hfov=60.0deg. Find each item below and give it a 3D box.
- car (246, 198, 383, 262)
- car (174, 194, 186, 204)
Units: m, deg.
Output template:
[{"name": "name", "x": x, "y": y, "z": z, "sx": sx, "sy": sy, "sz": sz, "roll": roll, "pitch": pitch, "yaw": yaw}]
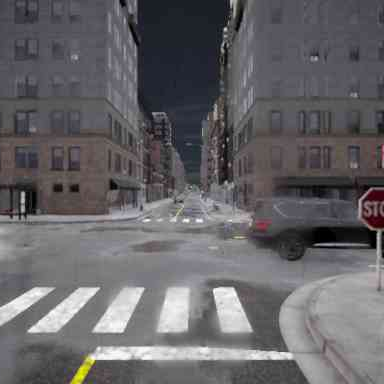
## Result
[{"name": "car", "x": 4.727, "y": 1.233, "z": 11.761, "sx": 5.566, "sy": 2.045, "sz": 2.150, "roll": 0, "pitch": 0, "yaw": 0}, {"name": "car", "x": -2.763, "y": 1.590, "z": 68.862, "sx": 1.882, "sy": 1.535, "sz": 5.008, "roll": 0, "pitch": 0, "yaw": 0}]
